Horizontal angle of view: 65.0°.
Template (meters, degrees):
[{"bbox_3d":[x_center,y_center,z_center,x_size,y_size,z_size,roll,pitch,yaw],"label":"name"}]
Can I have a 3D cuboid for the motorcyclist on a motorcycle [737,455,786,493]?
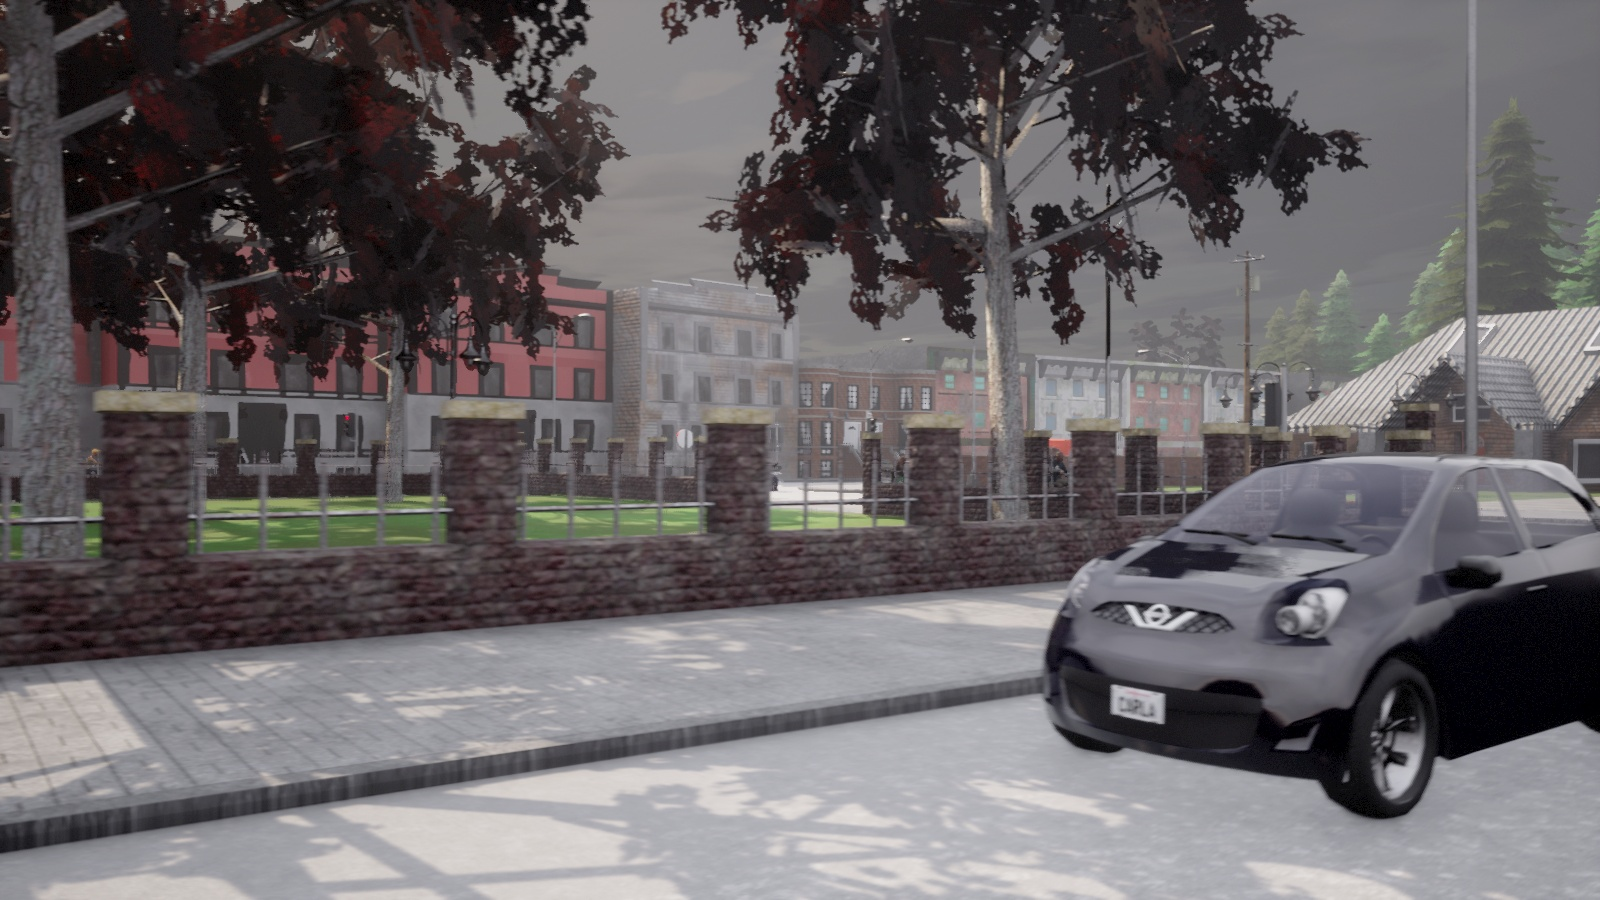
[{"bbox_3d":[-1.563,0.960,50.909,0.866,1.530,2.191,0,0,-36],"label":"motorcyclist on a motorcycle"}]

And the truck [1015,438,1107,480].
[{"bbox_3d":[15.901,0.514,76.395,5.204,2.467,2.627,0,0,-36],"label":"truck"}]

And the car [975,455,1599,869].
[{"bbox_3d":[2.844,0.779,6.412,3.633,1.501,1.845,0,0,-38],"label":"car"}]
